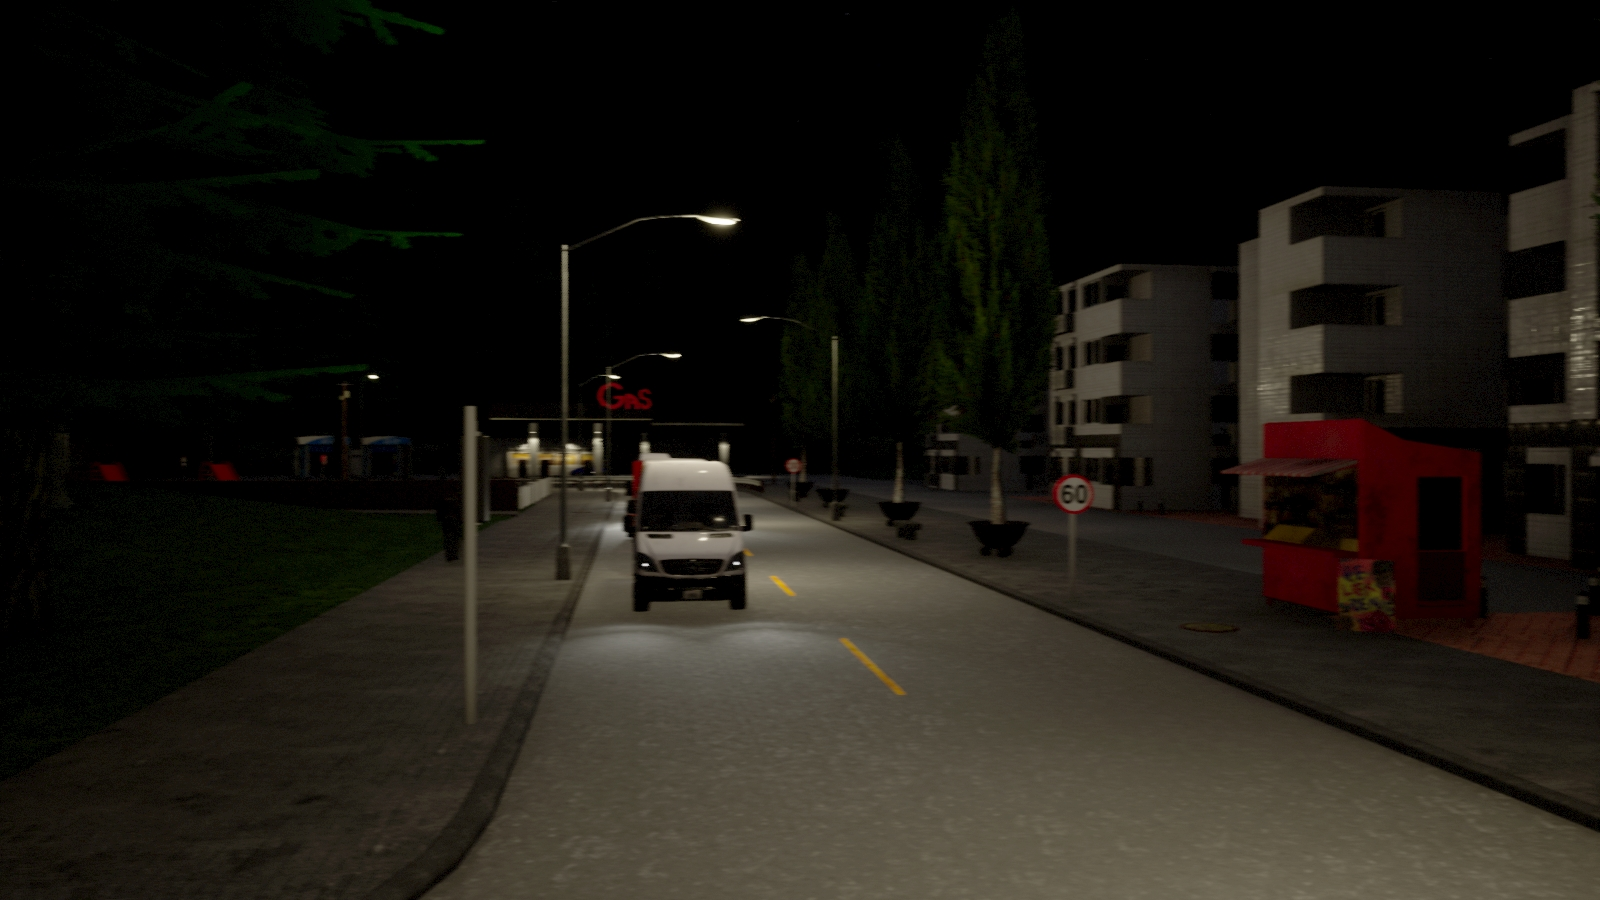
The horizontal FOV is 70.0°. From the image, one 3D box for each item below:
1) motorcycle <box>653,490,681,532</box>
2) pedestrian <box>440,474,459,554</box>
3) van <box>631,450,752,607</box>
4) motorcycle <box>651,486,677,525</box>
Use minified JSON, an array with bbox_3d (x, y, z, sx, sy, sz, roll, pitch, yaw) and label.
[{"bbox_3d":[-4.258,1.925,36.462,0.856,1.236,1.805,0,0,-8],"label":"motorcycle"},{"bbox_3d":[-8.252,1.498,26.875,0.375,1.860,0.375,0,0,-8],"label":"pedestrian"},{"bbox_3d":[-2.207,1.292,21.817,1.988,2.561,5.915,0,0,-8],"label":"van"},{"bbox_3d":[-4.849,1.944,40.510,0.867,1.251,2.209,0,0,-8],"label":"motorcycle"}]
